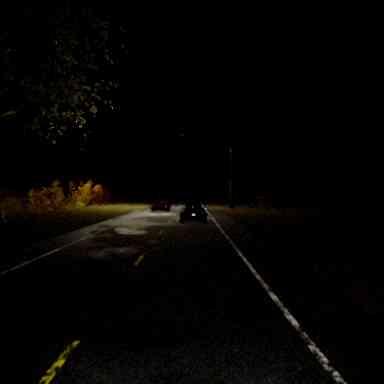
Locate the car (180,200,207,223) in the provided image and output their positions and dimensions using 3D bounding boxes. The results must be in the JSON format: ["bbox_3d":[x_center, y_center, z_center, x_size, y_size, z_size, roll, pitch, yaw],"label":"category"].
[{"bbox_3d":[0.111,1.575,25.320,1.994,1.385,4.181,0,0,0],"label":"car"}]

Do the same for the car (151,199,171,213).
[{"bbox_3d":[-3.525,1.500,37.958,1.882,1.535,5.008,0,0,1],"label":"car"}]

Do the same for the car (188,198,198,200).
[{"bbox_3d":[0.116,1.531,42.335,1.837,1.490,4.892,0,0,0],"label":"car"}]
